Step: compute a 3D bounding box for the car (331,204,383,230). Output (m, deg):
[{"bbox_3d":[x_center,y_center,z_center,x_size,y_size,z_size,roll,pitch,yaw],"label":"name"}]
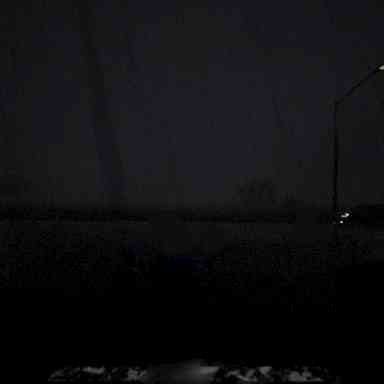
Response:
[{"bbox_3d":[12.144,1.594,23.077,4.553,1.767,2.097,1,0,0],"label":"car"}]
